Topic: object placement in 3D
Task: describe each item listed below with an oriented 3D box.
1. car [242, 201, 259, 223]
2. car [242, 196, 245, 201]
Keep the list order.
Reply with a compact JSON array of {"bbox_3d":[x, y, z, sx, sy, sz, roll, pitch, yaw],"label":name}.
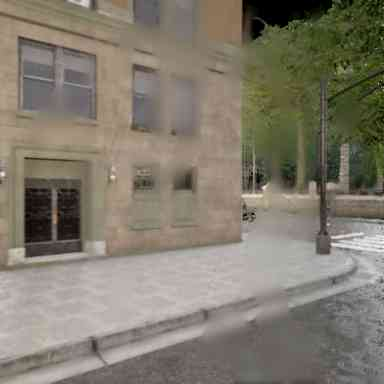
[{"bbox_3d":[2.719,1.592,24.849,1.895,1.301,4.718,0,0,-35],"label":"car"},{"bbox_3d":[3.449,1.300,33.908,2.192,1.841,5.009,0,0,-35],"label":"car"}]
